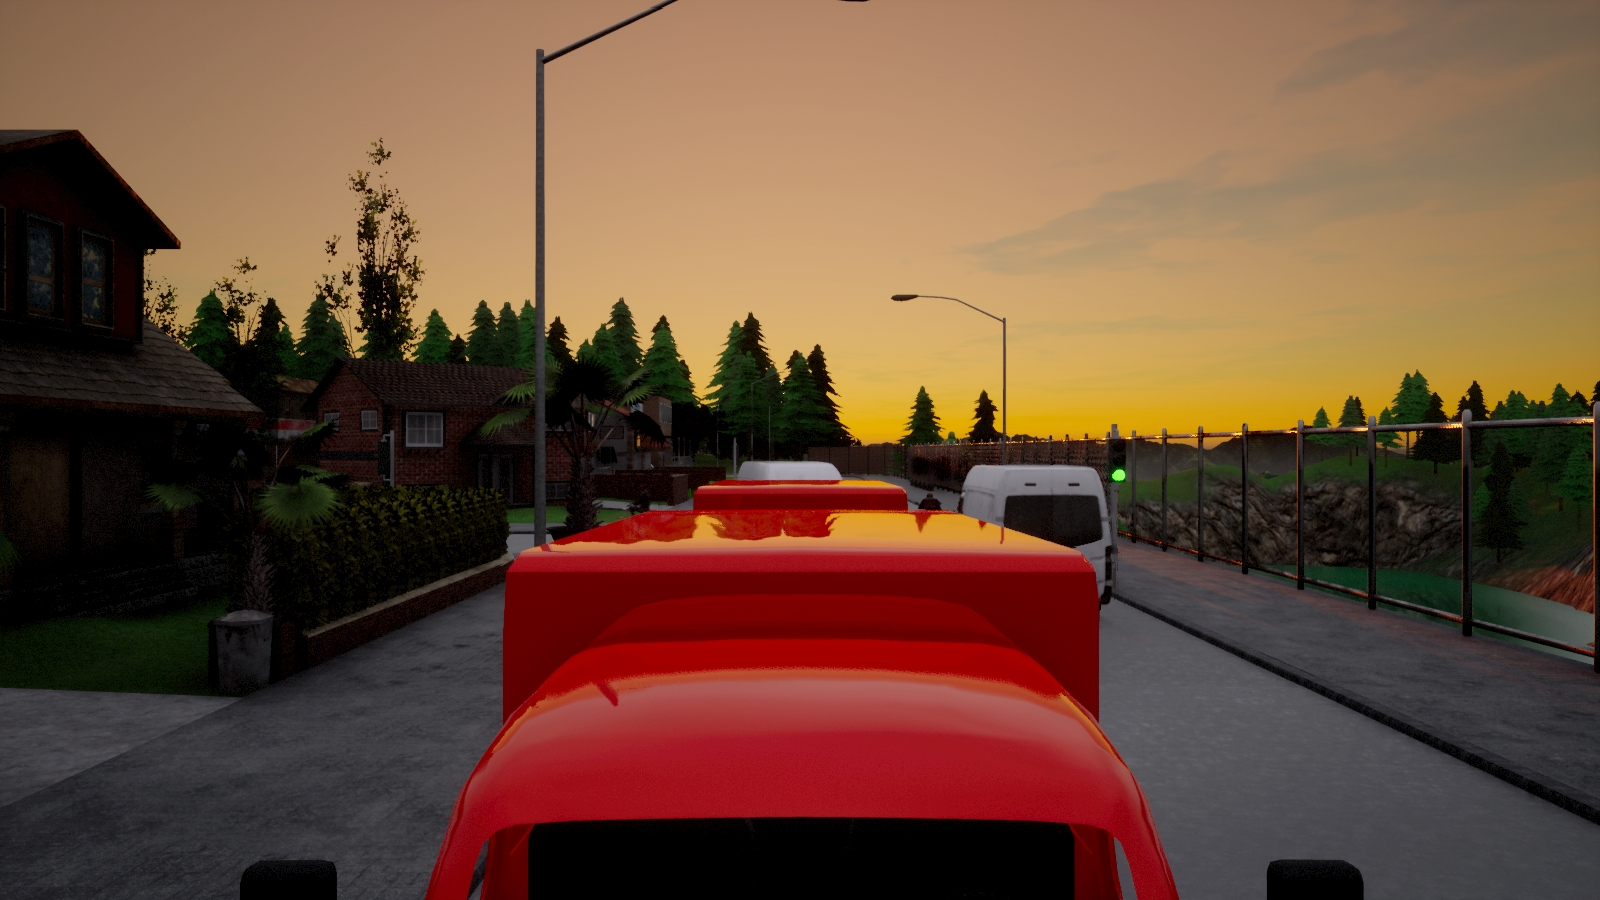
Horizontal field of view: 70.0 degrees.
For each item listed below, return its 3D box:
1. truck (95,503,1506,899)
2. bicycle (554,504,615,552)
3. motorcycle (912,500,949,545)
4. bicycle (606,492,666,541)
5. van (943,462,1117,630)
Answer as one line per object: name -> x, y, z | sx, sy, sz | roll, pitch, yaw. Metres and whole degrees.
truck -> -0.001, 1.570, 4.728 | 2.627, 2.467, 5.204 | 0, 0, 0
bicycle -> -6.027, 2.170, 32.019 | 1.487, 1.276, 0.859 | 0, 0, 8
motorcycle -> 3.994, 2.219, 35.144 | 0.867, 1.251, 2.209 | 0, 0, 0
bicycle -> -5.153, 2.074, 35.826 | 1.835, 1.471, 0.329 | 0, 2, 9
van -> 3.995, 1.544, 20.969 | 1.988, 2.561, 5.915 | 0, 0, 0
